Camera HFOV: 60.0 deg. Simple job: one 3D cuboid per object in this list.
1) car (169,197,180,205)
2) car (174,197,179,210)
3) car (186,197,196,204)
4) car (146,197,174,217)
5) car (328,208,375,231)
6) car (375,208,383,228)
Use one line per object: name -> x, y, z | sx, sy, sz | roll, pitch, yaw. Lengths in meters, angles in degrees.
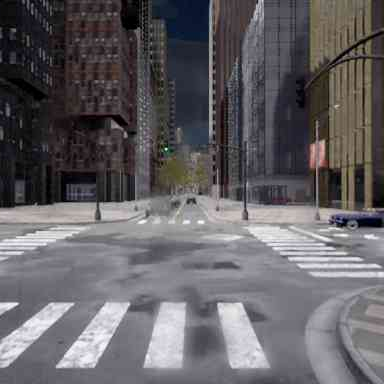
car -> -3.220, 1.660, 62.632 | 1.882, 1.535, 5.008 | 0, 0, 0
car -> -3.201, 1.613, 42.069 | 2.128, 1.511, 4.902 | 0, 0, 0
car -> -0.143, 1.704, 68.116 | 1.837, 1.490, 4.892 | 0, 0, 0
car -> -3.184, 1.445, 32.019 | 2.097, 1.767, 4.553 | 0, 0, 0
car -> 11.042, 1.663, 20.544 | 4.718, 1.301, 1.895 | 0, 0, 0
car -> 13.028, 1.283, 17.292 | 5.566, 2.045, 2.150 | 0, 0, 0
